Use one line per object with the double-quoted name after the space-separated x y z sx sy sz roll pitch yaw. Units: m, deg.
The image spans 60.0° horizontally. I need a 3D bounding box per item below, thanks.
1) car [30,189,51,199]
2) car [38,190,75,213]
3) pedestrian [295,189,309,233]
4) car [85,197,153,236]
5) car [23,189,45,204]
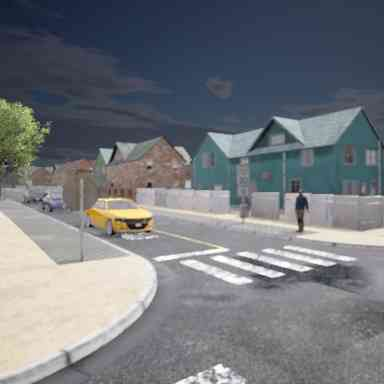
-22.979 0.229 50.349 2.033 1.411 5.357 -1 1 -33 "car"
-10.625 0.793 26.418 1.812 1.442 4.674 -1 1 -33 "car"
4.579 0.770 13.993 0.375 1.860 0.375 1 -1 -33 "pedestrian"
-3.554 1.021 15.687 1.882 1.535 5.008 -1 2 -33 "car"
-17.562 0.503 37.012 1.837 1.490 4.892 0 2 -33 "car"
